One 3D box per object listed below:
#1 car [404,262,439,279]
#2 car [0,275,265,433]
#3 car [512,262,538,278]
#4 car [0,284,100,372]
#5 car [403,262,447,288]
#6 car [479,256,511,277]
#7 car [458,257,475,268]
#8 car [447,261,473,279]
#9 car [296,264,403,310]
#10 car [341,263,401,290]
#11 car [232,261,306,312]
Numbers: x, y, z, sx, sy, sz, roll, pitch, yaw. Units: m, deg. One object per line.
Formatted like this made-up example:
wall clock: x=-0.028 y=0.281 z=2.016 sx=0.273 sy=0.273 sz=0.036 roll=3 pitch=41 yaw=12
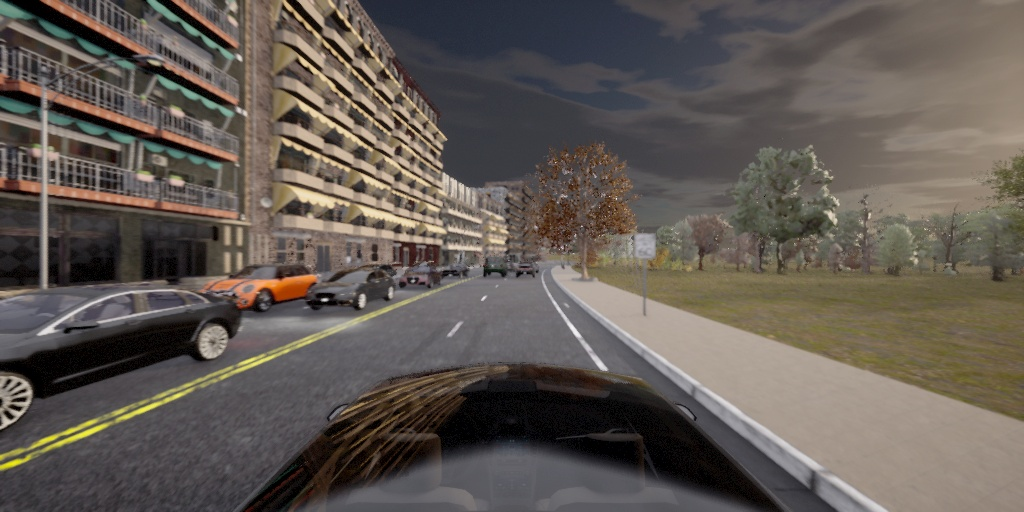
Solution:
car: x=-8.547 y=1.309 z=34.337 sx=1.837 sy=1.490 sz=4.892 roll=0 pitch=0 yaw=5
car: x=-6.548 y=1.227 z=5.415 sx=2.128 sy=1.511 sz=4.902 roll=0 pitch=0 yaw=0
car: x=1.397 y=1.353 z=36.032 sx=1.837 sy=1.490 sz=4.892 roll=0 pitch=0 yaw=5
car: x=-9.797 y=1.289 z=5.550 sx=1.994 sy=1.385 sz=4.181 roll=0 pitch=0 yaw=1
car: x=-5.977 y=1.345 z=23.951 sx=1.994 sy=1.385 sz=4.181 roll=0 pitch=0 yaw=3
car: x=-1.642 y=1.062 z=37.021 sx=2.150 sy=2.045 sz=5.566 roll=0 pitch=0 yaw=4
car: x=-6.765 y=0.861 z=52.329 sx=2.097 sy=1.767 sz=4.553 roll=0 pitch=0 yaw=7
car: x=-5.310 y=1.416 z=34.068 sx=1.895 sy=1.301 sz=4.718 roll=0 pitch=0 yaw=5
car: x=-6.364 y=1.262 z=14.756 sx=1.837 sy=1.490 sz=4.892 roll=0 pitch=0 yaw=2
car: x=-9.229 y=1.274 z=24.002 sx=1.837 sy=1.490 sz=4.892 roll=0 pitch=0 yaw=3
car: x=-9.629 y=1.096 z=14.004 sx=2.097 sy=1.767 sz=4.553 roll=0 pitch=0 yaw=2
